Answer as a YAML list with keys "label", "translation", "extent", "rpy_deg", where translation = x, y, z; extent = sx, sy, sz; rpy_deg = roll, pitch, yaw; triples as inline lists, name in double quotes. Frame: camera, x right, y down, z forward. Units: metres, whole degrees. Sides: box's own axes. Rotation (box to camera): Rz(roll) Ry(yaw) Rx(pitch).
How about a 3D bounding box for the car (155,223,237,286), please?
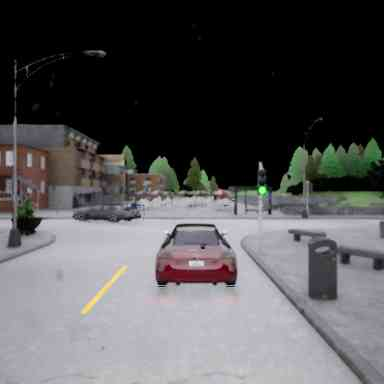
- label: "car"
  translation: [0.106, 1.578, 9.464]
  extent: [1.994, 1.385, 4.181]
  rpy_deg: [0, 0, 0]

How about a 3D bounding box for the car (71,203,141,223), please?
- label: "car"
  translation: [-6.550, 1.584, 25.382]
  extent: [5.357, 1.411, 2.033]
  rpy_deg: [0, 0, 22]

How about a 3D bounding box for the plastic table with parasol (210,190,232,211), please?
- label: "plastic table with parasol"
  translation: [3.579, 0.984, 41.105]
  extent: [2.482, 2.480, 2.482]
  rpy_deg: [0, 0, 0]
